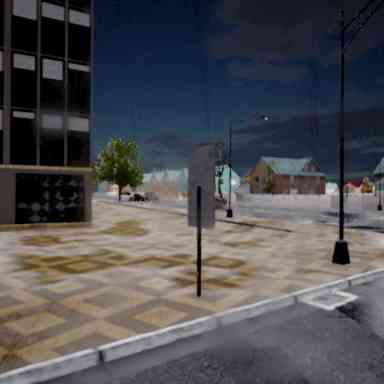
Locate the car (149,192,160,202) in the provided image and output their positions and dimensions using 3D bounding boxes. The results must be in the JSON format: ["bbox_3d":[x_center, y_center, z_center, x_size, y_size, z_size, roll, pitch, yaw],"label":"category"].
[{"bbox_3d":[-7.320,0.844,59.339,2.097,1.767,4.553,0,0,-28],"label":"car"}]

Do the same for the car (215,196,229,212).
[{"bbox_3d":[2.129,1.217,34.120,1.812,1.442,4.674,0,0,-28],"label":"car"}]

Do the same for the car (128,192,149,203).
[{"bbox_3d":[-9.367,0.985,56.210,1.837,1.490,4.892,1,0,-27],"label":"car"}]

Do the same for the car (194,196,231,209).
[{"bbox_3d":[2.435,1.213,40.531,2.033,1.411,5.357,0,0,-28],"label":"car"}]
